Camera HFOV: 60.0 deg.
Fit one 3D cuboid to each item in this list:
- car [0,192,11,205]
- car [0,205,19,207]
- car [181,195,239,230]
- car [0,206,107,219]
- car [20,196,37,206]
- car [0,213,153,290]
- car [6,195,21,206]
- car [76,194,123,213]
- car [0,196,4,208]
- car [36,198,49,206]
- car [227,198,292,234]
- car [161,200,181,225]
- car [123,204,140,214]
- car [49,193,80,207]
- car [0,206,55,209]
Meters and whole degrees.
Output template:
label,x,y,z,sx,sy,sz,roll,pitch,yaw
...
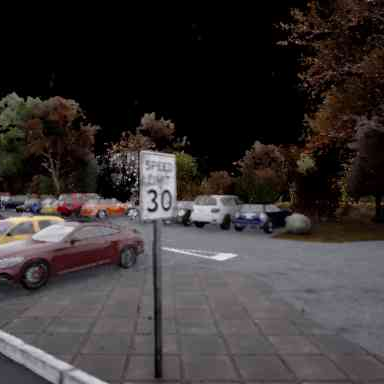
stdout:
label,x,y,z,sx,sy,sz,roll,pitch,yaw
car,-20.490,1.194,37.834,2.185,1.767,4.553,0,0,36
car,-10.043,1.492,14.190,2.002,1.452,4.674,0,0,36
car,2.127,1.233,21.584,2.435,2.045,5.566,0,0,36
car,-5.632,1.482,10.790,1.946,1.575,5.366,0,0,36
car,-13.720,1.370,32.939,2.097,1.535,5.008,0,0,36
car,-3.370,1.540,9.412,2.002,1.452,4.674,0,-1,36
car,-16.004,1.383,34.536,2.163,1.488,4.792,0,0,36
car,-6.956,1.293,28.035,2.185,1.767,4.553,0,0,36
car,-27.293,1.265,42.687,2.097,1.535,5.008,0,0,36
car,-11.455,1.383,31.533,1.946,1.575,5.366,0,0,36
car,4.354,1.375,19.911,2.185,1.767,4.553,0,0,36
car,-0.236,1.341,23.284,2.185,1.767,4.553,0,0,36
car,-2.497,1.325,24.909,2.185,1.767,4.553,0,0,36
car,-9.284,1.151,29.780,2.435,2.045,5.566,0,0,36
car,-7.767,1.498,12.588,2.163,1.488,4.792,0,0,36
